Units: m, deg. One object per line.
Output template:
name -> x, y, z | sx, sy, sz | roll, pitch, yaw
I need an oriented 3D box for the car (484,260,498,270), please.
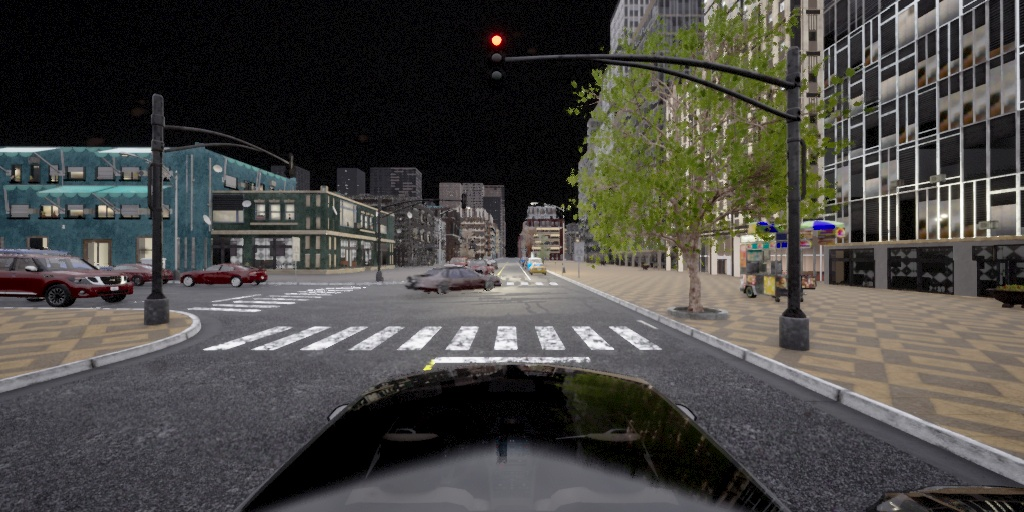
car -> -3.041, 1.280, 52.228 | 1.812, 1.442, 4.674 | 0, 0, 0

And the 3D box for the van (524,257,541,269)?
van -> 2.732, 1.094, 43.621 | 1.690, 1.789, 3.998 | 0, 0, 0

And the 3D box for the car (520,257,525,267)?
car -> 2.742, 1.305, 54.723 | 2.007, 1.370, 4.403 | 0, 0, 0

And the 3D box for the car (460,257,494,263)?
car -> -3.069, 1.104, 32.220 | 2.097, 1.767, 4.553 | 0, 0, 0

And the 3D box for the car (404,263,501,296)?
car -> -3.103, 1.299, 19.605 | 5.357, 1.411, 2.033 | 0, 0, -43

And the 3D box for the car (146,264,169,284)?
car -> -22.801, 1.090, 21.454 | 4.207, 1.307, 1.802 | 0, 0, -1

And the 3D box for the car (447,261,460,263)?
car -> -5.659, 1.334, 32.524 | 1.802, 1.307, 4.207 | 0, 0, 0

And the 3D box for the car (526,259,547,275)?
car -> 2.727, 1.278, 38.239 | 1.751, 1.417, 4.829 | 0, 0, 0

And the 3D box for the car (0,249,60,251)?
car -> -20.753, 0.726, 15.695 | 5.566, 2.045, 2.150 | 1, 0, -1

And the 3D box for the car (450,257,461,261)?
car -> -5.654, 1.067, 38.075 | 2.192, 1.841, 5.009 | 0, 0, 0

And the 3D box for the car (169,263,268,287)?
car -> -17.257, 1.121, 21.527 | 4.507, 1.381, 1.888 | 0, 0, -1

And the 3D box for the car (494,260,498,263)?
car -> -3.060, 1.317, 42.134 | 1.994, 1.385, 4.181 | 0, 0, 0

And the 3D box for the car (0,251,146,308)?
car -> -17.147, 0.850, 13.147 | 5.009, 1.841, 2.192 | 0, 0, -1
